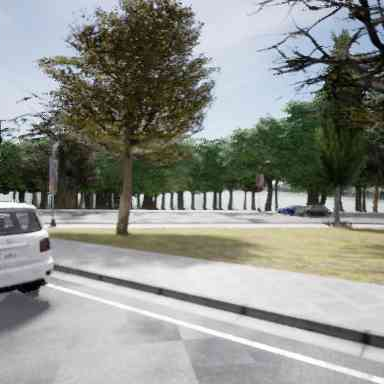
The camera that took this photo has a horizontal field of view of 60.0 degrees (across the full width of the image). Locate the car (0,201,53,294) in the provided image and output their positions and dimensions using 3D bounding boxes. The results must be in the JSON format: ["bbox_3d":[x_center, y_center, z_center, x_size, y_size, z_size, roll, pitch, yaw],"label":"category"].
[{"bbox_3d":[-5.472,1.219,7.590,5.566,2.045,2.150,0,0,35],"label":"car"}]

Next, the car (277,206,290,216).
[{"bbox_3d":[14.860,2.629,48.515,5.008,1.535,1.882,1,0,-11],"label":"car"}]

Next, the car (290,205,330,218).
[{"bbox_3d":[16.408,2.564,45.499,4.553,1.767,2.097,1,1,-11],"label":"car"}]
